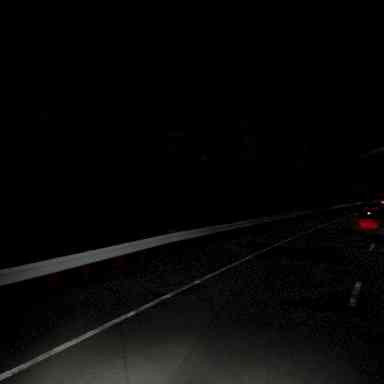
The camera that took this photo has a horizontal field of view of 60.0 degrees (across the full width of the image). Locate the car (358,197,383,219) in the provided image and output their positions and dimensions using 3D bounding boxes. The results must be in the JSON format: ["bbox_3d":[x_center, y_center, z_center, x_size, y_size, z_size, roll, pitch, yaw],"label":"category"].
[{"bbox_3d":[16.079,1.505,29.588,1.837,1.490,4.892,0,0,35],"label":"car"}]

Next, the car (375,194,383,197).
[{"bbox_3d":[22.143,1.221,38.119,2.150,2.045,5.566,0,0,36],"label":"car"}]
